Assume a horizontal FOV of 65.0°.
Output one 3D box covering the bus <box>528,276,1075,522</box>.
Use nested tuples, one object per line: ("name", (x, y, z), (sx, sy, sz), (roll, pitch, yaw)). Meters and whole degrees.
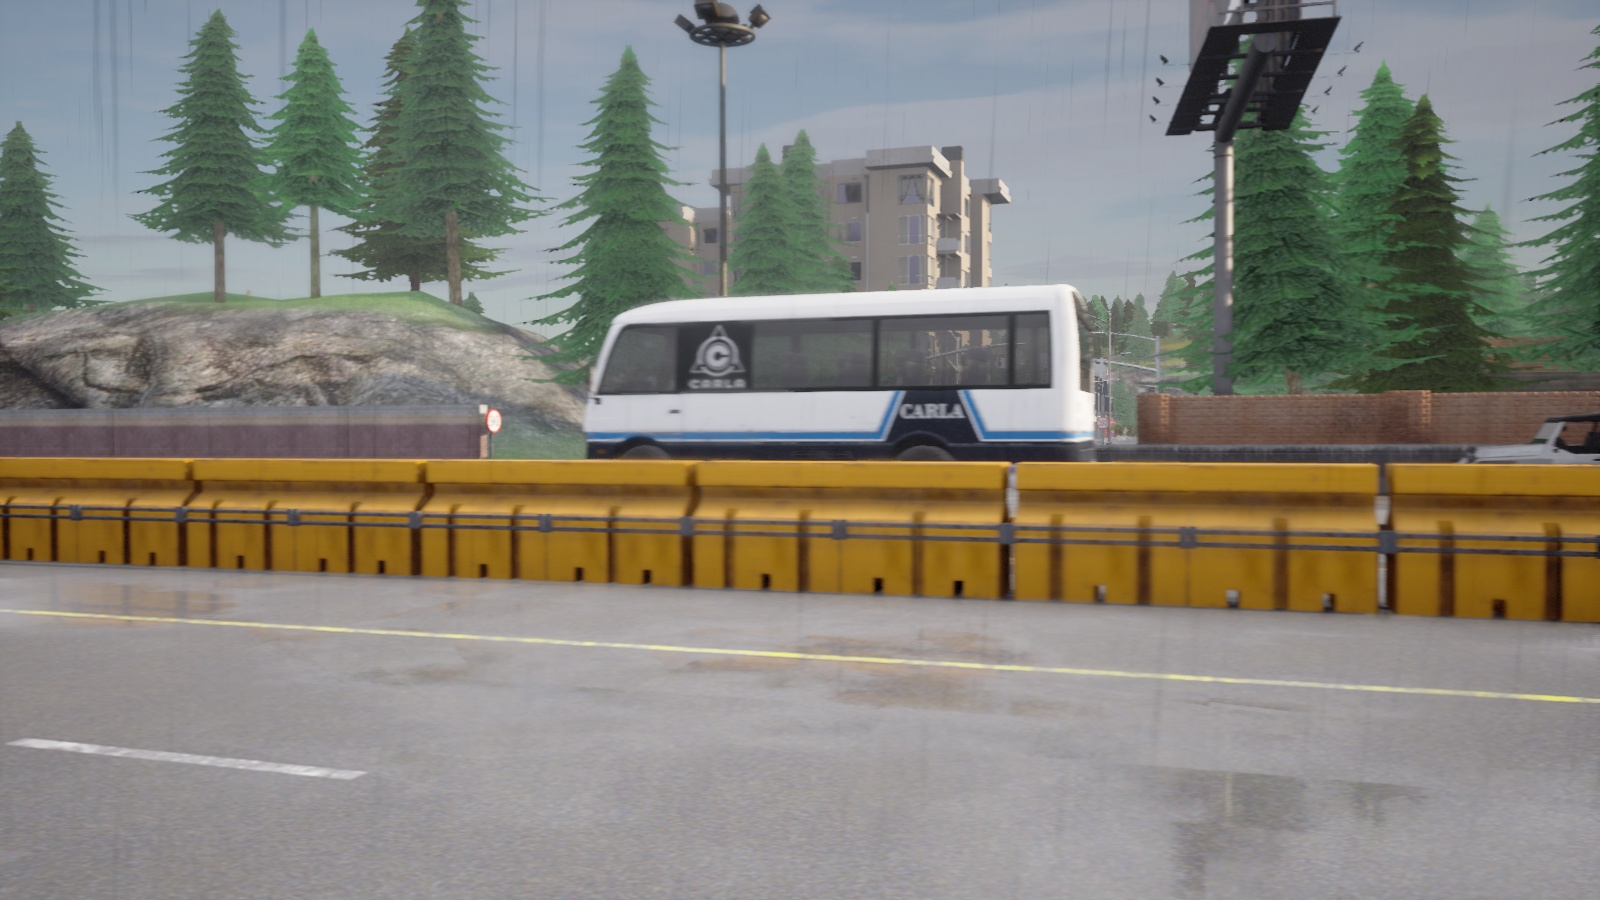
("bus", (0.076, -0.955, 25.302), (10.273, 4.253, 3.944), (1, 1, 19))

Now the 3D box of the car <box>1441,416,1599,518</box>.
("car", (14.619, 0.291, 24.118), (3.866, 1.878, 1.905), (1, 1, 19))
